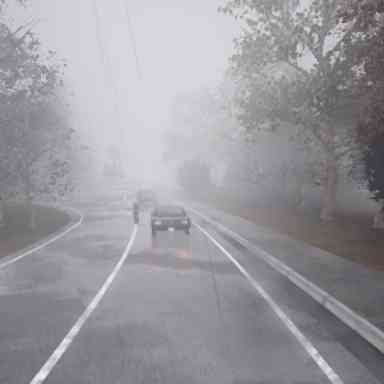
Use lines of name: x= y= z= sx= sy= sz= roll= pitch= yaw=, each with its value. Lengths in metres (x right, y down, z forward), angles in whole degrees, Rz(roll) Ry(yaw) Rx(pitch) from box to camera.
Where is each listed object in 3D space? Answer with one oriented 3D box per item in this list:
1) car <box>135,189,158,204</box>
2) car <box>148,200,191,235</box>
car: x=-4.753 y=0.384 z=34.361 sx=2.033 sy=1.411 sz=5.357 roll=-1 pitch=5 yaw=-15
car: x=-1.238 y=1.356 z=17.430 sx=1.895 sy=1.301 sz=4.718 roll=-1 pitch=2 yaw=-8
